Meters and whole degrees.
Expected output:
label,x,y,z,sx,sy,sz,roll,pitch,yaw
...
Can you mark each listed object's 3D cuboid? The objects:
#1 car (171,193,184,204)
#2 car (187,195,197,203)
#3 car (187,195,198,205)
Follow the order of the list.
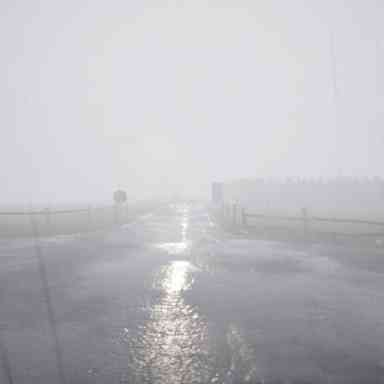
label,x,y,z,sx,sy,sz,roll,pitch,yaw
car,-2.740,1.158,62.195,2.150,2.045,5.566,0,0,0
car,0.011,1.432,68.060,1.837,1.490,4.892,0,0,0
car,0.009,1.545,58.085,1.895,1.301,4.718,0,0,0
